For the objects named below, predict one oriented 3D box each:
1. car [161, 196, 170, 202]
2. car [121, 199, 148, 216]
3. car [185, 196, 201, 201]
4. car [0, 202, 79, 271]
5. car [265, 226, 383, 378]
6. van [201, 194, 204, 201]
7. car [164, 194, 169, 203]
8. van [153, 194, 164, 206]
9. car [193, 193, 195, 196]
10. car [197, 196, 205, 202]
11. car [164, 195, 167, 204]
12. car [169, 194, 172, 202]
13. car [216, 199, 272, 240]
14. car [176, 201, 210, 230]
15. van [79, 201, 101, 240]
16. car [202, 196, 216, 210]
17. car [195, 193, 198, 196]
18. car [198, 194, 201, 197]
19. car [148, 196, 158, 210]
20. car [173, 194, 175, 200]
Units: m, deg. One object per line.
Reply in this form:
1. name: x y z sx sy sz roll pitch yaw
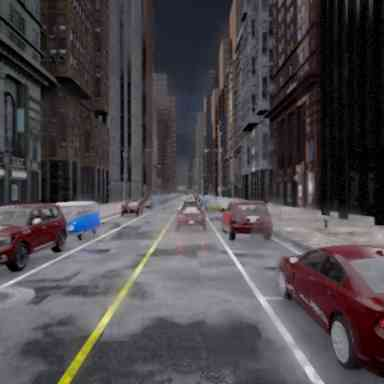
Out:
1. car: -6.299 1.708 78.785 1.887 1.381 4.507 0 0 0
2. car: -5.987 1.615 33.692 1.887 1.381 4.507 0 0 0
3. car: -0.186 1.575 42.671 1.837 1.490 4.892 0 0 0
4. car: -5.832 1.348 11.146 2.192 1.841 5.009 0 0 0
5. car: 2.732 1.543 5.584 1.887 1.381 4.507 0 0 0
6. van: 2.458 1.406 45.037 1.690 1.788 3.998 0 0 0
7. car: -6.221 1.706 67.512 1.947 1.339 4.313 0 0 0
8. van: -6.145 1.457 56.239 1.690 1.788 3.998 0 0 0
9. car: 2.146 1.475 90.127 2.192 1.841 5.009 0 0 0
10. car: 2.187 1.714 84.490 1.947 1.339 4.313 0 0 0
11. car: -6.182 1.694 61.875 1.947 1.339 4.313 0 0 0
12. car: -6.262 1.467 73.148 2.192 1.841 5.009 0 0 0
13. car: 2.653 1.329 16.856 2.192 1.841 5.009 0 0 0
14. car: -0.044 1.555 21.398 1.812 1.442 4.674 0 0 0
15. van: -5.871 1.382 16.782 1.690 1.788 3.998 0 0 0
16. car: 2.497 1.580 39.571 1.752 1.417 4.829 0 0 0
17. car: 2.225 1.576 78.853 1.967 1.590 4.097 0 0 0
18. car: 2.381 1.529 56.309 1.967 1.590 4.097 0 0 0
19. car: -6.065 1.659 44.965 1.947 1.339 4.313 0 0 0
20. car: -6.378 1.628 90.058 1.967 1.590 4.097 0 0 0
